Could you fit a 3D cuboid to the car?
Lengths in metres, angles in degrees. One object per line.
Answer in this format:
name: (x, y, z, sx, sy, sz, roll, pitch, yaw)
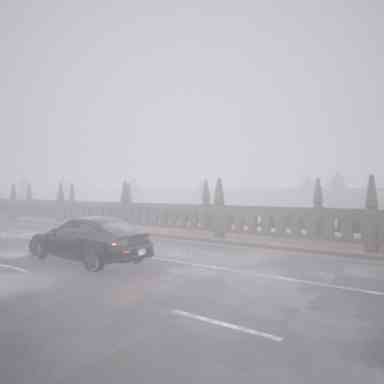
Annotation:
car: (-3.276, 1.501, 10.631, 4.674, 1.442, 1.812, 0, 0, 36)
